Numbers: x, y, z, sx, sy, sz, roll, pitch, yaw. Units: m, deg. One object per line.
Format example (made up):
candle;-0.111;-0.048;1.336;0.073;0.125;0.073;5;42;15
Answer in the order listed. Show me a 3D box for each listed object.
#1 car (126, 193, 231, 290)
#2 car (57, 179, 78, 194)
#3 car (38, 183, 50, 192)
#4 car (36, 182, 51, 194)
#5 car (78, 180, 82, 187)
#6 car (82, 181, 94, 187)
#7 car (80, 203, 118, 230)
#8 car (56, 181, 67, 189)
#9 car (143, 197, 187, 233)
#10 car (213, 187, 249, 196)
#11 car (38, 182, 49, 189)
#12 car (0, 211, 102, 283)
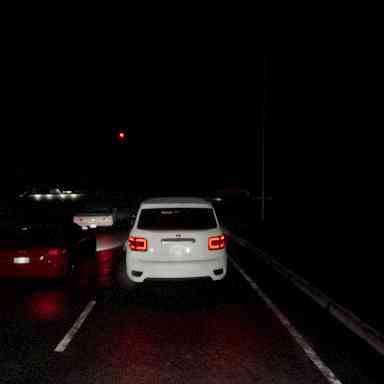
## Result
car;-0.475;1.132;9.079;2.150;2.045;5.566;0;1;-4
car;-20.066;-0.851;53.584;2.150;2.045;5.566;-1;3;-22
car;-27.165;-0.901;61.028;2.033;1.411;5.357;-1;3;-24
car;-23.206;-0.518;52.040;1.882;1.535;5.008;-1;3;-23
car;-28.904;-2.208;81.459;2.150;2.045;5.566;-1;3;-25
car;-25.716;-1.965;82.918;2.033;1.411;5.357;-1;3;-25
car;-5.113;1.272;18.225;1.895;1.301;4.718;0;2;-9
car;-28.238;-1.491;71.734;1.882;1.535;5.008;-1;3;-25
car;-1.663;1.140;18.675;2.128;1.511;4.902;0;2;-9
car;5.262;0.011;44.998;5.008;1.535;1.882;0;3;-22
car;-31.496;-1.364;70.445;2.033;1.411;5.357;-1;3;-25
car;-4.035;1.476;9.505;1.994;1.385;4.181;0;1;-5
